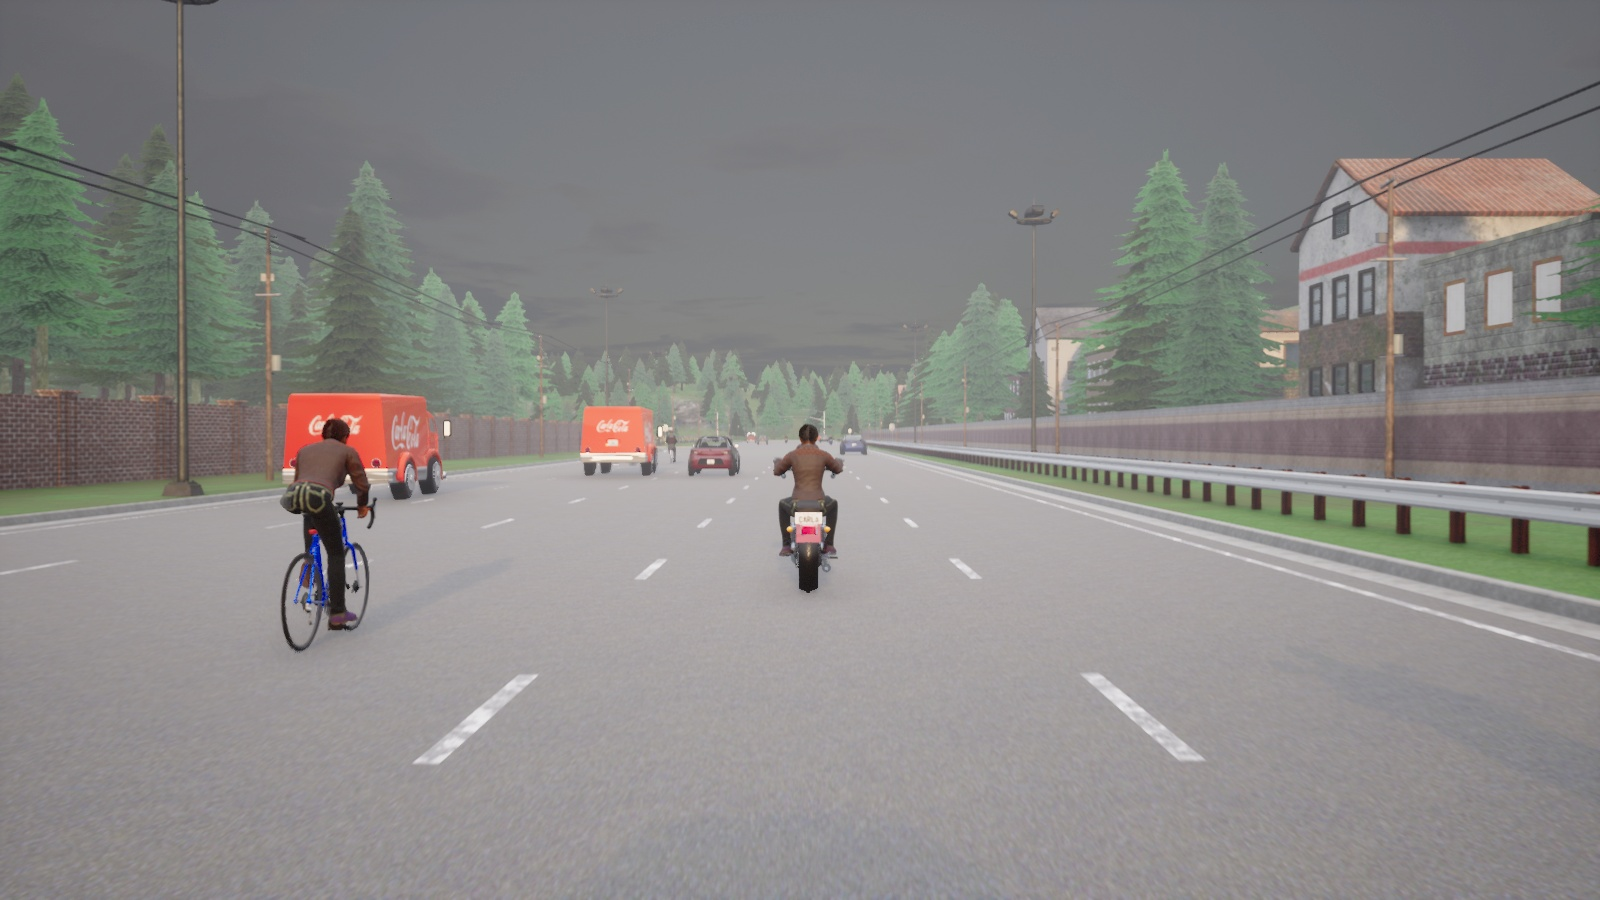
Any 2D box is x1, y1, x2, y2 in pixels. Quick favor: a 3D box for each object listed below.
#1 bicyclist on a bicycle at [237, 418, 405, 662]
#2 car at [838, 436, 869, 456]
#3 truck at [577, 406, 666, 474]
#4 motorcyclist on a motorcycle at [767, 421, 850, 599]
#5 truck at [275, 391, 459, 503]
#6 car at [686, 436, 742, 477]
[{"bbox_3d":[-3.434,0.592,9.151,0.582,1.620,1.656,0,0,0],"label":"bicyclist on a bicycle"},{"bbox_3d":[4.040,-0.335,95.434,2.163,1.488,4.792,0,1,0],"label":"car"},{"bbox_3d":[-6.723,-0.315,47.890,2.627,2.467,5.204,0,-1,0],"label":"truck"},{"bbox_3d":[0.086,0.550,12.799,0.766,1.649,2.350,0,0,0],"label":"motorcyclist on a motorcycle"},{"bbox_3d":[-10.317,-0.095,30.479,2.627,2.467,5.204,0,1,0],"label":"truck"},{"bbox_3d":[-3.223,0.216,47.586,1.816,1.474,4.193,0,1,0],"label":"car"}]
